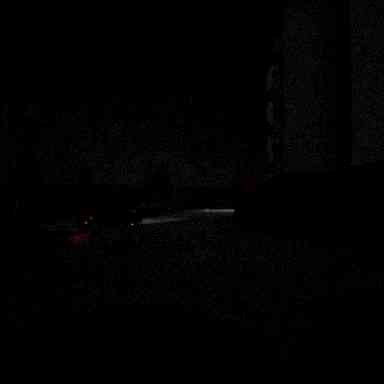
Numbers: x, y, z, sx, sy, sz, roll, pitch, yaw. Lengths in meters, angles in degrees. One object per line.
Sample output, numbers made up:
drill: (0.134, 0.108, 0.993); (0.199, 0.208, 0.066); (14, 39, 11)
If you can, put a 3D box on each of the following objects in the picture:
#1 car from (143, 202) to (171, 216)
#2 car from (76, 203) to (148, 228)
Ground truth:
car: (-4.319, 1.706, 32.542); (2.033, 1.411, 5.357); (0, 0, 36)
car: (-5.652, 1.730, 23.615); (1.895, 1.301, 4.718); (0, 0, 36)
